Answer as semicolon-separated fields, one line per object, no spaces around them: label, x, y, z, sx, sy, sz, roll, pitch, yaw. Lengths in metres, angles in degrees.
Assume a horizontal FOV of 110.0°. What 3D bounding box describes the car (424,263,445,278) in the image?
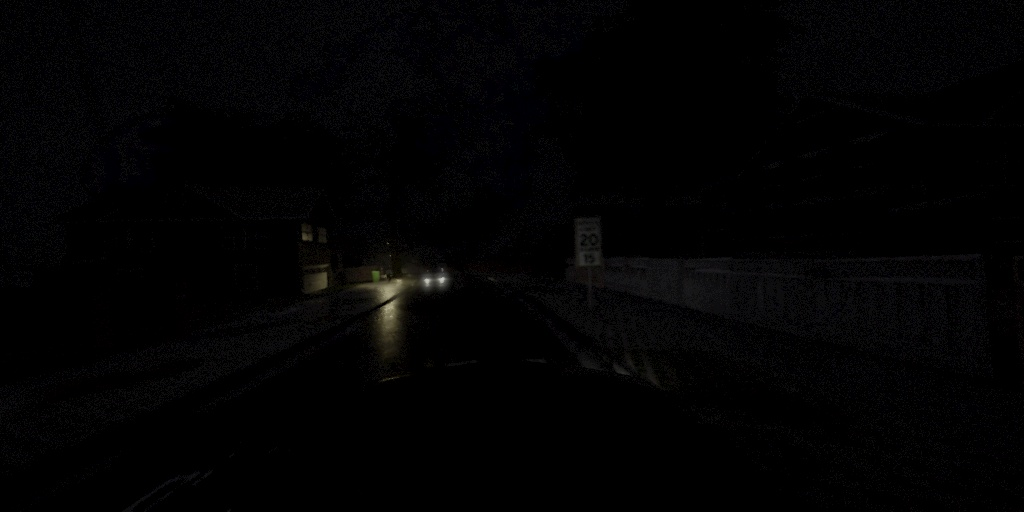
car;-8.989;1.606;41.363;2.097;1.767;4.553;-2;-1;-16
